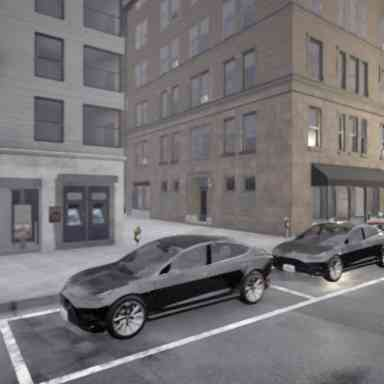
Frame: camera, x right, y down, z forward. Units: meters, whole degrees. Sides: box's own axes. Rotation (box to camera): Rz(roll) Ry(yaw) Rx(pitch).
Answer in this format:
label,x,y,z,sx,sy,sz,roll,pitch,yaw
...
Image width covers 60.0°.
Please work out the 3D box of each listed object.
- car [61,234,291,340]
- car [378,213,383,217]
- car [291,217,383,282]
label,x,y,z,sx,sy,sz,roll,pitch,yaw
car,-0.267,1.575,6.580,4.313,1.339,1.947,0,0,-36
car,8.813,1.349,13.089,5.009,1.841,2.192,0,0,-36
car,4.273,1.588,9.836,4.313,1.339,1.947,0,0,-36
